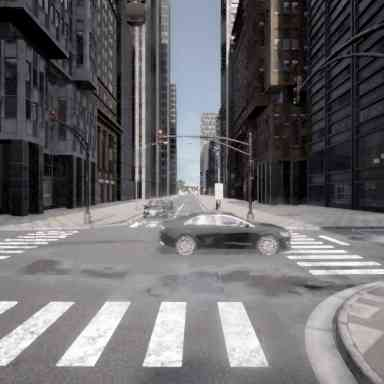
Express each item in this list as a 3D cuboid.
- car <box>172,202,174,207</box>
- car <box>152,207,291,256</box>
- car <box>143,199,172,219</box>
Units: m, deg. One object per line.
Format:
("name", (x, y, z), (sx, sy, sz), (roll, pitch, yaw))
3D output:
("car", (-3.204, 1.578, 39.504), (1.994, 1.385, 4.181), (0, 0, -1))
("car", (1.172, 1.491, 12.486), (4.902, 1.511, 2.128), (0, 0, 0))
("car", (-3.176, 1.500, 29.438), (2.128, 1.511, 4.902), (0, 0, 0))
